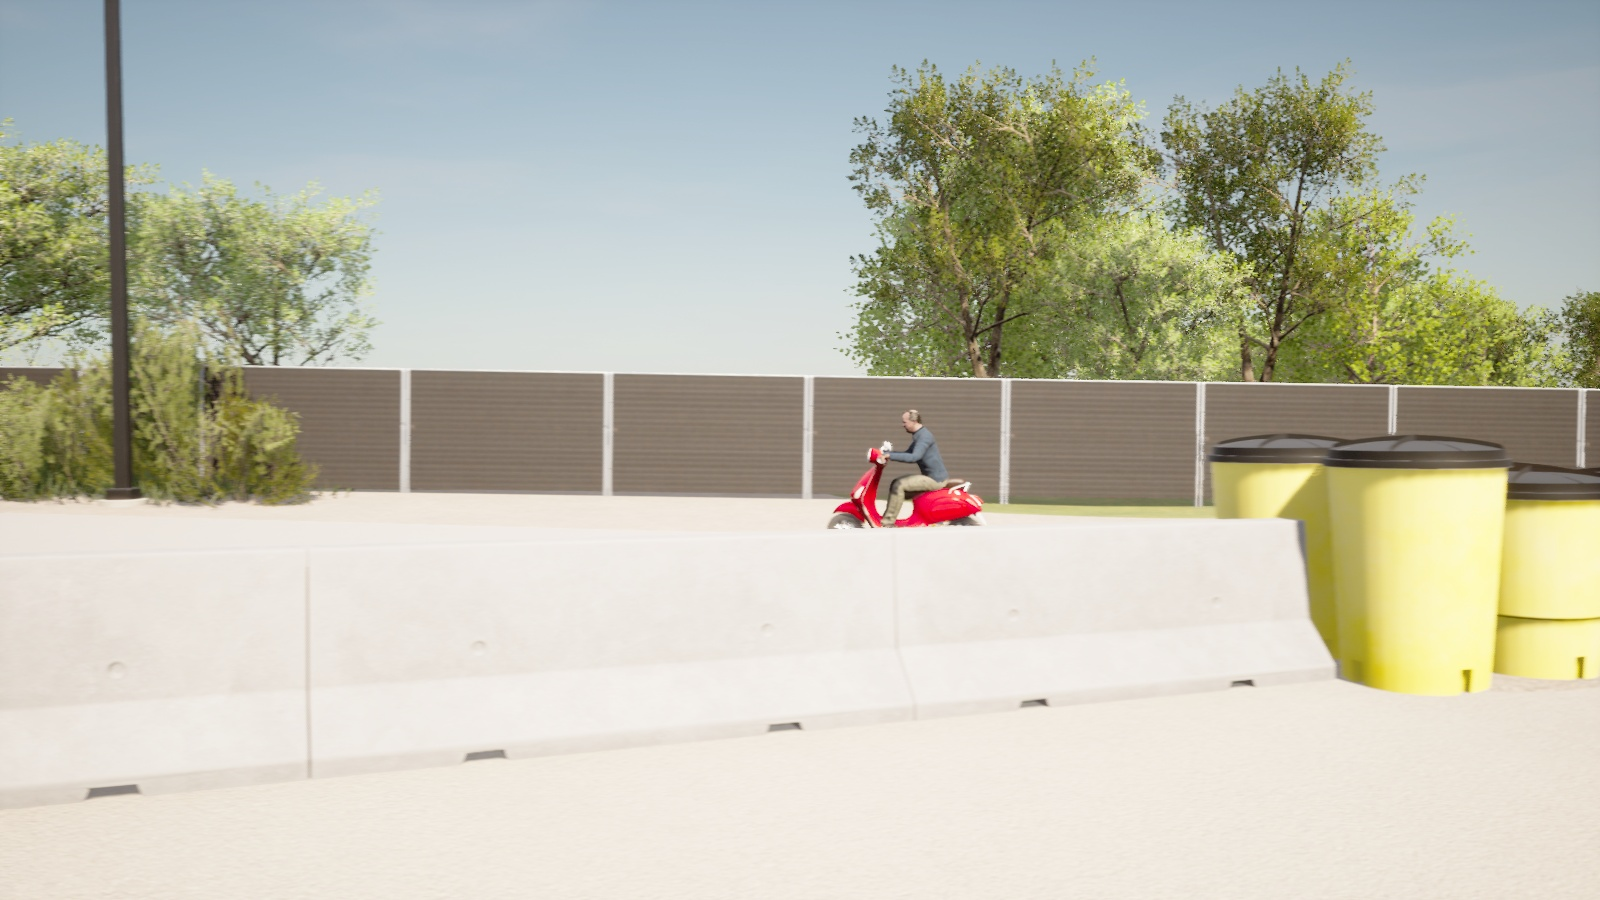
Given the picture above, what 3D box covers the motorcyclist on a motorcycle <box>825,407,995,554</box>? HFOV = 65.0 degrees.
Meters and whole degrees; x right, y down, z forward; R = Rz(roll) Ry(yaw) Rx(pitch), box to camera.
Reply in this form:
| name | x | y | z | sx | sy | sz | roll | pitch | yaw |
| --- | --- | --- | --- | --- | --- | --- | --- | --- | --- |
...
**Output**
| name | x | y | z | sx | sy | sz | roll | pitch | yaw |
| --- | --- | --- | --- | --- | --- | --- | --- | --- | --- |
| motorcyclist on a motorcycle | 1.192 | 0.321 | 13.951 | 1.817 | 1.590 | 0.866 | 0 | 1 | 1 |
